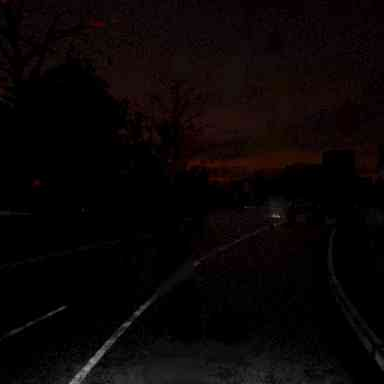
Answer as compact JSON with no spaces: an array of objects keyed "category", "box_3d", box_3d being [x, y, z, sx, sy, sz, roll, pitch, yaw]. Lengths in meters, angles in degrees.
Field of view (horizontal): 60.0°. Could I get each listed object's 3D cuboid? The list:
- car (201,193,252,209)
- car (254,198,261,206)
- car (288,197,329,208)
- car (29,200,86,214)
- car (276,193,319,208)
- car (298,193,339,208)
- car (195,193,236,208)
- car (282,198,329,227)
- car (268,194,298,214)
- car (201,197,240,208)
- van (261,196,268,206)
[{"category":"car","box_3d":[4.442,1.142,43.502,5.566,2.045,2.435,0,-1,-11]},{"category":"car","box_3d":[13.986,1.523,58.603,4.553,1.767,2.185,0,-1,-11]},{"category":"car","box_3d":[16.288,1.458,46.677,5.008,1.535,2.097,0,-1,-11]},{"category":"car","box_3d":[-12.380,1.373,30.726,4.718,1.301,1.895,0,0,-6]},{"category":"car","box_3d":[15.710,1.238,49.540,5.566,2.045,2.435,0,-1,-11]},{"category":"car","box_3d":[16.840,1.301,43.694,4.553,1.767,2.185,0,-1,-11]},{"category":"car","box_3d":[3.403,1.204,48.864,5.566,2.045,2.435,0,-1,-11]},{"category":"car","box_3d":[7.628,1.381,21.976,1.882,1.535,5.008,1,0,27]},{"category":"car","box_3d":[8.935,1.216,32.473,2.097,1.767,4.553,0,0,19]},{"category":"car","box_3d":[3.912,1.423,46.115,4.892,1.521,2.231,0,-1,-11]},{"category":"van","box_3d":[14.467,1.364,55.606,4.442,1.987,1.878,0,-1,-11]}]
